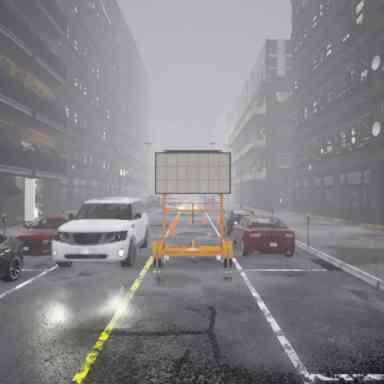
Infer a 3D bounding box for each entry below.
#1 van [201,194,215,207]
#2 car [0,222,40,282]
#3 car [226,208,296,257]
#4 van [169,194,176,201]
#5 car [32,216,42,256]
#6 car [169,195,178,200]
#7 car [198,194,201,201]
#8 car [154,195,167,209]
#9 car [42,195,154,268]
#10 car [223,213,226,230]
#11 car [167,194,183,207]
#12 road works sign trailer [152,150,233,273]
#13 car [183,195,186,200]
[{"bbox_3d":[2.696,1.351,52.491,1.690,1.788,3.998,1,0,0],"label":"van"},{"bbox_3d":[-5.290,1.567,7.112,1.947,1.339,4.313,1,0,0],"label":"car"},{"bbox_3d":[2.603,1.547,12.795,1.887,1.381,4.507,1,0,0],"label":"car"},{"bbox_3d":[-5.107,1.359,86.504,1.690,1.788,3.998,1,0,0],"label":"van"},{"bbox_3d":[-5.277,1.547,12.783,1.887,1.381,4.507,1,0,0],"label":"car"},{"bbox_3d":[-5.097,1.570,92.174,2.008,1.369,4.403,1,0,0],"label":"car"},{"bbox_3d":[2.773,1.333,86.516,2.192,1.841,5.009,1,0,0],"label":"car"},{"bbox_3d":[-5.197,1.324,46.808,2.192,1.841,5.009,1,0,0],"label":"car"},{"bbox_3d":[-2.824,1.224,11.603,2.150,2.045,5.566,0,0,0],"label":"car"},{"bbox_3d":[2.616,1.555,18.466,2.008,1.369,4.403,1,0,0],"label":"car"},{"bbox_3d":[-2.727,1.536,52.322,1.812,1.442,4.674,0,0,0],"label":"car"},{"bbox_3d":[0.028,0.467,10.647,2.380,3.560,2.880,0,0,0],"label":"road works sign trailer"},{"bbox_3d":[-2.545,1.555,90.652,1.812,1.442,4.674,0,0,0],"label":"car"}]
